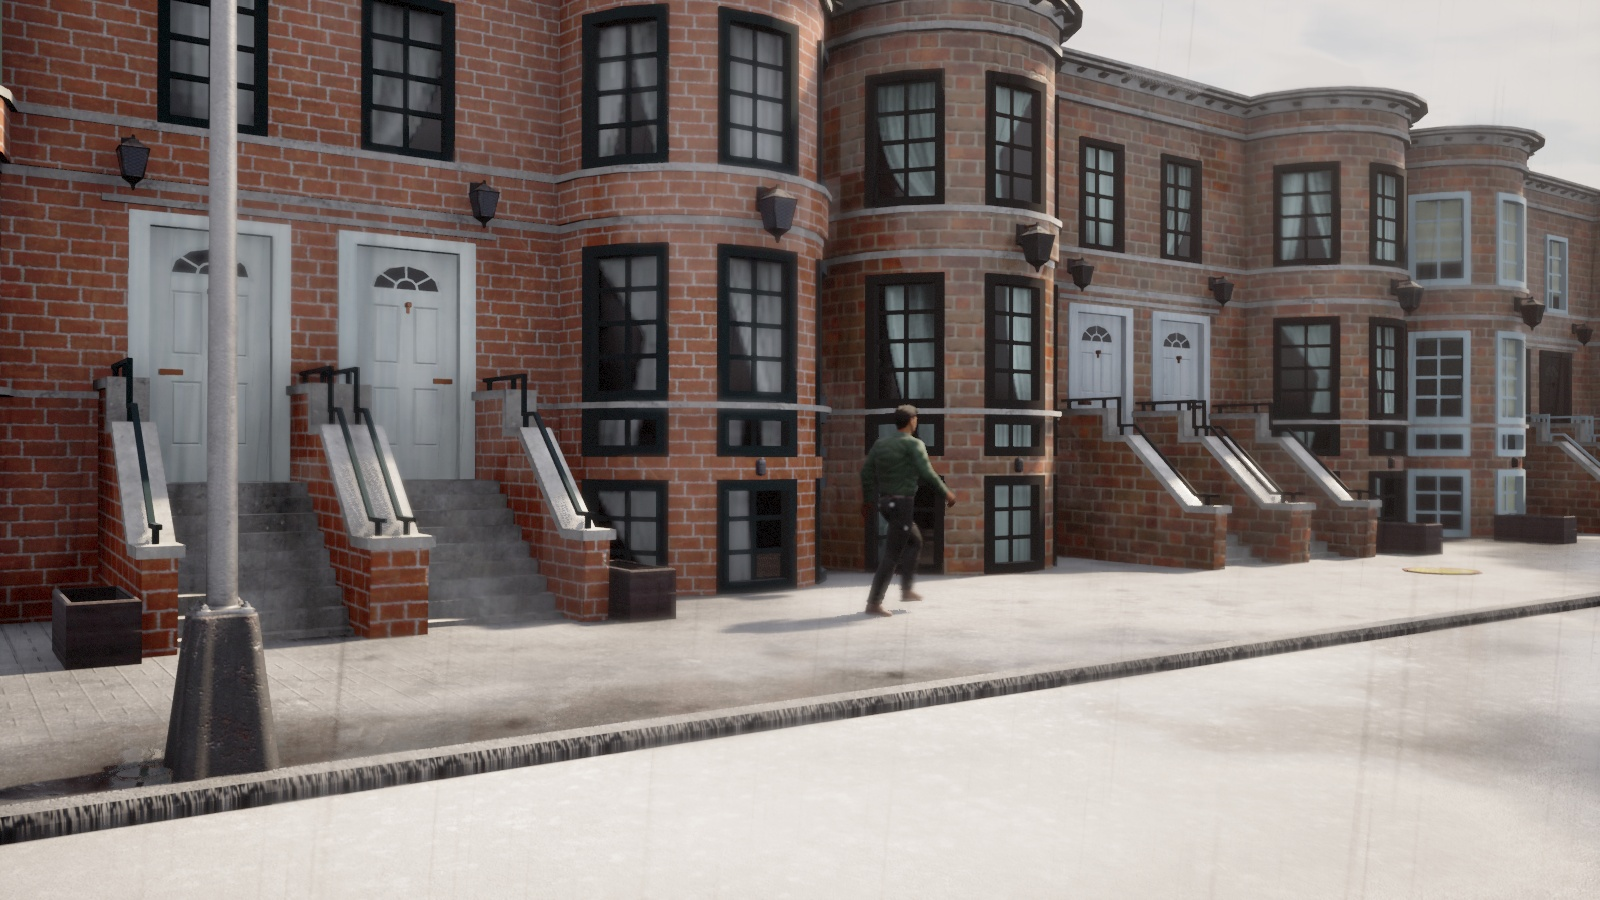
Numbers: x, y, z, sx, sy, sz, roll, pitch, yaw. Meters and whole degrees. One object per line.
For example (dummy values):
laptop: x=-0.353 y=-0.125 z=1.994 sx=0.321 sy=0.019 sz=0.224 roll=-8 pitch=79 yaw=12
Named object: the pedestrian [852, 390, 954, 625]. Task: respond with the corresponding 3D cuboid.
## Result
pedestrian: x=0.889 y=0.479 z=10.817 sx=0.788 sy=1.949 sz=0.423 roll=0 pitch=0 yaw=-36
